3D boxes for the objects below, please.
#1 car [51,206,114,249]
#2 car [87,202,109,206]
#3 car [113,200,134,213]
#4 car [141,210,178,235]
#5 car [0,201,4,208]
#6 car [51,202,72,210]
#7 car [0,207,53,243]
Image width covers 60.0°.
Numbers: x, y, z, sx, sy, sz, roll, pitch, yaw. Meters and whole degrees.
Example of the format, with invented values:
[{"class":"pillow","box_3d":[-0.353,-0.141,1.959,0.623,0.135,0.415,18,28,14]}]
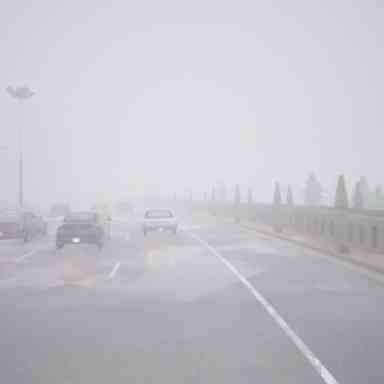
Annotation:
[{"class":"car","box_3d":[-4.825,1.609,15.174,1.837,1.490,4.892,0,0,-9]},{"class":"car","box_3d":[-9.388,1.700,33.345,1.882,1.535,5.008,0,0,-18]},{"class":"car","box_3d":[-8.334,1.764,40.325,1.837,1.490,4.892,0,0,-22]},{"class":"car","box_3d":[-2.085,1.722,19.947,1.895,1.301,4.718,0,0,-11]},{"class":"car","box_3d":[-23.239,1.797,39.049,2.128,1.511,4.902,0,0,-25]},{"class":"car","box_3d":[-13.400,1.719,34.148,1.882,1.535,5.008,0,0,-20]},{"class":"car","box_3d":[-8.568,1.650,16.444,1.812,1.442,4.674,0,0,-9]}]
